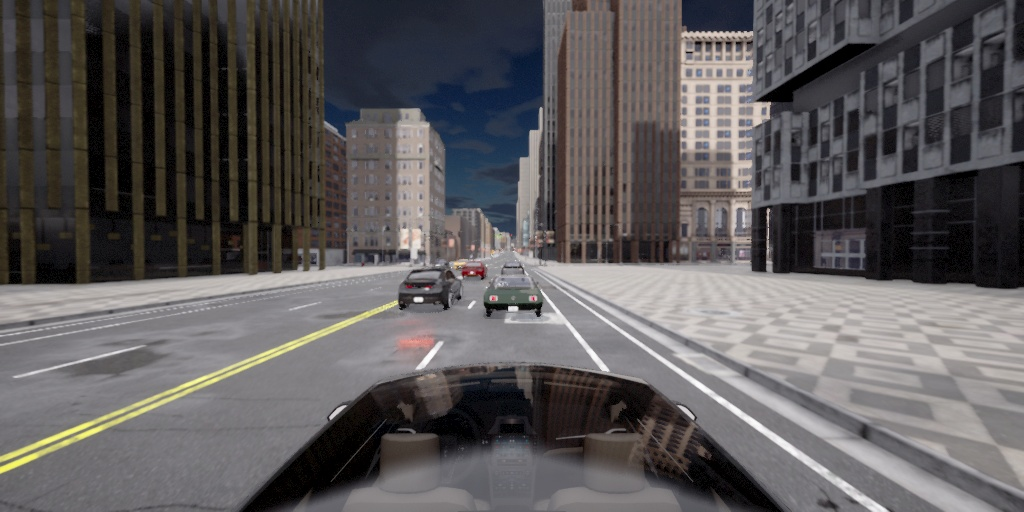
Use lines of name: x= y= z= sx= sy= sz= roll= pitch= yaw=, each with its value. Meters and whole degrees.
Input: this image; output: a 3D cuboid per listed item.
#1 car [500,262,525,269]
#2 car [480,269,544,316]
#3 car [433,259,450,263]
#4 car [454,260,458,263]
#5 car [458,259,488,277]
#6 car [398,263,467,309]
car: x=0.070 y=1.198 z=29.638 sx=2.128 sy=1.511 sz=4.902 roll=0 pitch=0 yaw=0
car: x=0.062 y=1.323 z=13.188 sx=1.895 sy=1.301 sz=4.718 roll=0 pitch=0 yaw=0
car: x=-9.823 y=1.196 z=49.906 sx=2.128 sy=1.511 sz=4.902 roll=0 pitch=0 yaw=0
car: x=-6.581 y=1.180 z=48.018 sx=1.882 sy=1.535 sz=5.008 roll=0 pitch=0 yaw=0
car: x=-3.175 y=1.183 z=31.082 sx=1.882 sy=1.535 sz=5.008 roll=0 pitch=0 yaw=0
car: x=-3.180 y=1.226 z=14.666 sx=1.837 sy=1.490 sz=4.892 roll=0 pitch=0 yaw=0
